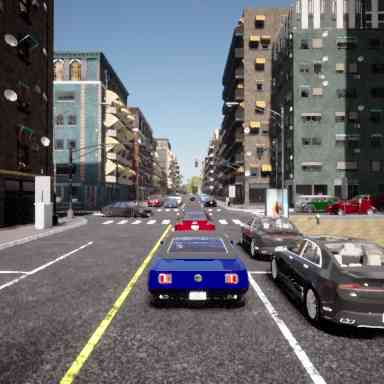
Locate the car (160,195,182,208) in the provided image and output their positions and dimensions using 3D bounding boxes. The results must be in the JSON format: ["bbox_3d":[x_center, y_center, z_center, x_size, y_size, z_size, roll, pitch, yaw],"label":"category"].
[{"bbox_3d":[-2.992,1.566,48.647,2.033,1.411,5.357,0,0,1],"label":"car"}]

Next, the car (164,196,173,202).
[{"bbox_3d":[-5.501,1.598,78.578,1.947,1.339,4.313,1,0,0],"label":"car"}]

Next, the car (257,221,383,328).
[{"bbox_3d":[2.846,1.553,6.901,2.008,1.369,4.403,1,0,0],"label":"car"}]

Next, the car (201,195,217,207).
[{"bbox_3d":[2.815,1.585,50.664,1.947,1.339,4.313,1,0,0],"label":"car"}]

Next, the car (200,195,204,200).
[{"bbox_3d":[2.828,1.603,56.234,1.802,1.307,4.206,1,0,0],"label":"car"}]

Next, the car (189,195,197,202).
[{"bbox_3d":[0.180,1.558,79.712,2.128,1.511,4.902,0,0,0],"label":"car"}]

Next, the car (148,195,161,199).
[{"bbox_3d":[-5.561,1.334,50.722,2.192,1.841,5.009,1,0,0],"label":"car"}]

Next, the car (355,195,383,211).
[{"bbox_3d":[19.375,1.228,37.407,5.009,1.841,2.192,0,0,1],"label":"car"}]

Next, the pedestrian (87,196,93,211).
[{"bbox_3d":[-12.437,1.348,40.663,0.375,1.860,0.375,0,0,1],"label":"pedestrian"}]

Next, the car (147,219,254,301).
[{"bbox_3d":[0.118,1.603,8.286,1.895,1.301,4.718,0,0,0],"label":"car"}]

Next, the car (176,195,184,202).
[{"bbox_3d":[-2.821,1.532,78.999,1.837,1.490,4.892,0,0,0],"label":"car"}]

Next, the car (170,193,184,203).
[{"bbox_3d":[-2.946,1.244,58.648,2.150,2.045,5.566,0,0,1],"label":"car"}]

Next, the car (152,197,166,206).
[{"bbox_3d":[-5.552,1.566,56.294,1.887,1.381,4.507,1,0,0],"label":"car"}]

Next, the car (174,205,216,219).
[{"bbox_3d":[0.134,1.570,17.149,1.994,1.385,4.181,0,0,0],"label":"car"}]

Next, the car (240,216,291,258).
[{"bbox_3d":[2.858,1.555,12.471,2.008,1.369,4.403,1,0,0],"label":"car"}]

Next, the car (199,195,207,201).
[{"bbox_3d":[2.904,1.582,89.661,1.887,1.381,4.507,1,0,0],"label":"car"}]

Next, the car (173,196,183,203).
[{"bbox_3d":[-2.854,1.591,68.590,1.994,1.385,4.181,0,0,0],"label":"car"}]

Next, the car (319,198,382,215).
[{"bbox_3d":[13.769,1.413,29.077,4.206,1.307,1.802,0,0,1],"label":"car"}]

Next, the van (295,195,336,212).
[{"bbox_3d":[13.848,1.296,37.459,3.998,1.788,1.690,0,0,1],"label":"van"}]

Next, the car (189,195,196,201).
[{"bbox_3d":[0.203,1.562,90.095,1.812,1.442,4.674,0,0,0],"label":"car"}]

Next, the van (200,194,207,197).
[{"bbox_3d":[2.881,1.373,78.520,1.690,1.788,3.998,1,0,0],"label":"van"}]

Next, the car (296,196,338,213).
[{"bbox_3d":[13.413,1.272,34.879,4.553,1.767,2.097,0,-1,1],"label":"car"}]

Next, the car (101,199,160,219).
[{"bbox_3d":[-5.721,1.531,29.241,5.357,1.411,2.033,-1,-1,36],"label":"car"}]
